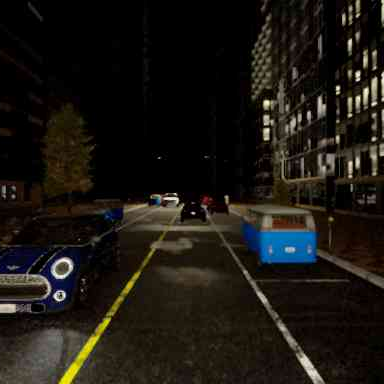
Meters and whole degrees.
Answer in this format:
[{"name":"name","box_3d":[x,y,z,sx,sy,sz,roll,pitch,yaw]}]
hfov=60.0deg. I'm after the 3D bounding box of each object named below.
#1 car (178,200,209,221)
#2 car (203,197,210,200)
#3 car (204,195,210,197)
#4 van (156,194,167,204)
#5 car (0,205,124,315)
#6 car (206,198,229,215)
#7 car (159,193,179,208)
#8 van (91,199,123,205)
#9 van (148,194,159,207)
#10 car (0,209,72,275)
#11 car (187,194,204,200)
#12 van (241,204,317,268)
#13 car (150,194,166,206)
[{"name":"car","box_3d":[0.101,1.576,27.270,1.994,1.385,4.181,0,0,0]},{"name":"car","box_3d":[2.692,1.582,39.312,1.947,1.339,4.313,0,0,0]},{"name":"car","box_3d":[2.693,1.597,56.316,1.802,1.307,4.206,0,0,0]},{"name":"van","box_3d":[-5.688,1.354,61.986,1.690,1.788,3.998,0,0,0]},{"name":"car","box_3d":[-3.100,1.356,7.809,2.097,1.767,4.553,0,0,0]},{"name":"car","box_3d":[2.691,1.559,33.644,1.887,1.381,4.507,0,0,0]},{"name":"car","box_3d":[-3.082,1.238,48.857,2.150,2.045,5.566,0,0,0]},{"name":"van","box_3d":[-5.690,1.352,22.308,1.690,1.788,3.998,0,0,0]},{"name":"van","box_3d":[-5.689,1.357,50.649,1.690,1.788,3.998,0,0,0]},{"name":"car","box_3d":[-5.691,1.446,10.971,1.967,1.590,4.097,0,0,0]},{"name":"car","box_3d":[0.103,1.369,42.485,2.097,1.767,4.553,0,0,0]},{"name":"van","box_3d":[2.689,1.347,10.970,1.690,1.788,3.998,0,0,0]},{"name":"car","box_3d":[-5.688,1.330,56.317,2.192,1.841,5.009,0,0,0]}]
